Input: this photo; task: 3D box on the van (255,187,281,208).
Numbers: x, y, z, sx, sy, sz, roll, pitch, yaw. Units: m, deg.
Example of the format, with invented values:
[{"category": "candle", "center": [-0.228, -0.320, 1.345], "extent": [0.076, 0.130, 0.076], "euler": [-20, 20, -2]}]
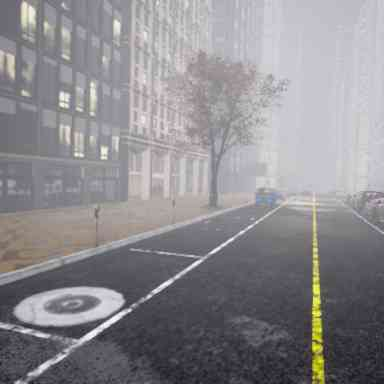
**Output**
[{"category": "van", "center": [6.845, 0.437, 30.495], "extent": [1.690, 1.788, 3.998], "euler": [2, 2, 20]}]

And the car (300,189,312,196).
[{"category": "car", "center": [20.304, 0.068, 59.284], "extent": [1.895, 1.301, 4.718], "euler": [2, 2, 20]}]

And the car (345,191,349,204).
[{"category": "car", "center": [16.727, 0.808, 33.115], "extent": [1.752, 1.417, 4.829], "euler": [2, 2, 20]}]

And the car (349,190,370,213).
[{"category": "car", "center": [14.705, 0.737, 27.603], "extent": [2.192, 1.841, 5.009], "euler": [2, 2, 20]}]

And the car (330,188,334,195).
[{"category": "car", "center": [28.478, 0.027, 65.033], "extent": [1.947, 1.339, 4.313], "euler": [2, 2, 20]}]

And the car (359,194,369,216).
[{"category": "car", "center": [12.732, 1.101, 22.264], "extent": [1.887, 1.381, 4.507], "euler": [2, 2, 20]}]

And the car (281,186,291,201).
[{"category": "car", "center": [10.776, 0.376, 41.191], "extent": [2.008, 1.369, 4.403], "euler": [2, 2, 20]}]

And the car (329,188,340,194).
[{"category": "car", "center": [32.415, -0.255, 75.723], "extent": [1.947, 1.339, 4.313], "euler": [2, 2, 20]}]

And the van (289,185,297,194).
[{"category": "van", "center": [20.623, -0.524, 67.914], "extent": [1.690, 1.788, 3.998], "euler": [2, 2, 20]}]

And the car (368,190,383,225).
[{"category": "car", "center": [10.769, 1.007, 16.911], "extent": [2.192, 1.841, 5.009], "euler": [2, 2, 20]}]

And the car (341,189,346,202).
[{"category": "car", "center": [18.636, 0.696, 38.302], "extent": [1.887, 1.381, 4.507], "euler": [2, 2, 20]}]

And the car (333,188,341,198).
[{"category": "car", "center": [24.601, 0.261, 54.499], "extent": [1.752, 1.417, 4.829], "euler": [2, 2, 20]}]
